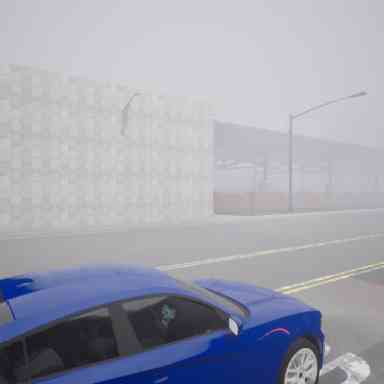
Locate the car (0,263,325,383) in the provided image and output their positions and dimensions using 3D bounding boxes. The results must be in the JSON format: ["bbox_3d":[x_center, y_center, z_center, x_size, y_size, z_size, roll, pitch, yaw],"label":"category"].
[{"bbox_3d":[-0.712,1.478,3.242,5.008,1.535,1.882,0,0,-36],"label":"car"}]
